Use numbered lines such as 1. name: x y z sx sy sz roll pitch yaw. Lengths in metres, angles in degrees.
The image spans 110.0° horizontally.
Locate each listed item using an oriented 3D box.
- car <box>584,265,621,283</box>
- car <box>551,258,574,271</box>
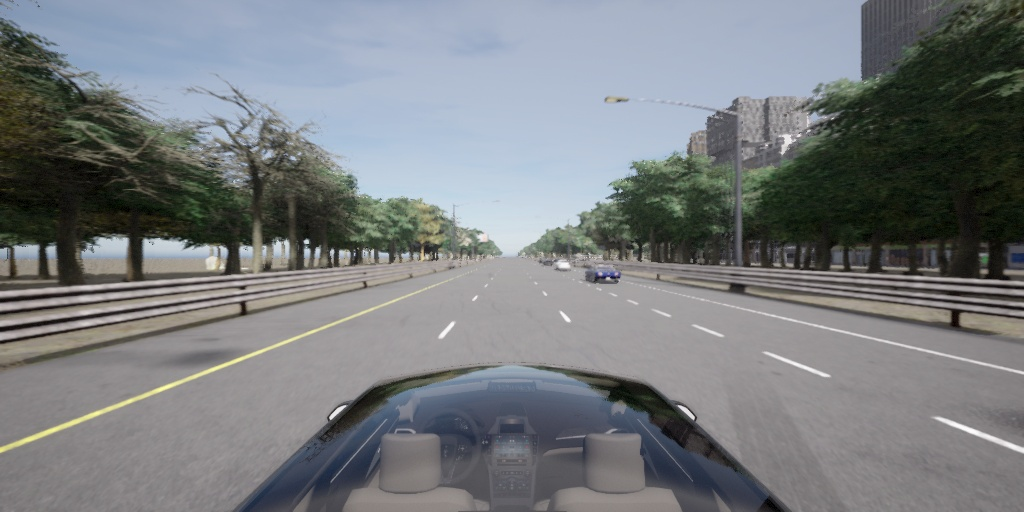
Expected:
1. car: 7.004 1.360 28.295 1.895 1.301 4.718 0 0 0
2. car: 7.013 1.288 50.250 1.812 1.442 4.674 0 0 0
